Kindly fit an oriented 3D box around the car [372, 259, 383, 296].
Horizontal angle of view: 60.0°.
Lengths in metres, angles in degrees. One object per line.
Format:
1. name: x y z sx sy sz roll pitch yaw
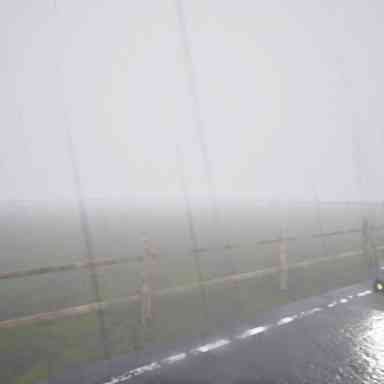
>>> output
1. car: 5.744 1.559 7.155 4.181 1.385 1.994 0 0 -35
